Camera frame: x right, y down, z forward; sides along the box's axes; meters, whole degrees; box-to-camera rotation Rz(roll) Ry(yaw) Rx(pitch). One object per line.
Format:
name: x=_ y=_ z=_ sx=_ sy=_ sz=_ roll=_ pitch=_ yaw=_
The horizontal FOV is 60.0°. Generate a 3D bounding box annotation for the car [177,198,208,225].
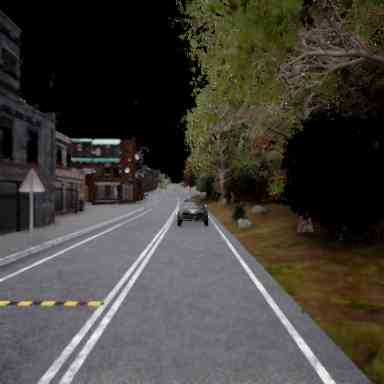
car: x=0.043 y=1.352 z=24.180 sx=2.097 sy=1.767 sz=4.553 roll=0 pitch=0 yaw=0

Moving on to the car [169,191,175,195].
car: x=-5.639 y=0.601 z=94.223 sx=1.837 sy=1.490 sz=4.892 roll=0 pitch=1 yaw=-3

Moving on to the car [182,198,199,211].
car: x=-0.199 y=1.517 z=42.464 sx=2.033 sy=1.411 sz=5.357 roll=0 pitch=0 yaw=-1
